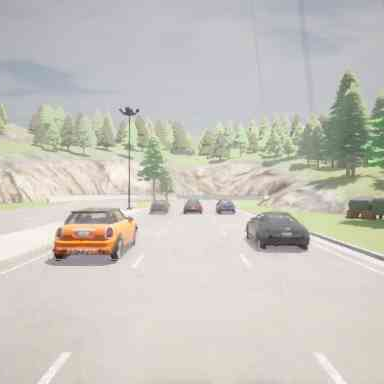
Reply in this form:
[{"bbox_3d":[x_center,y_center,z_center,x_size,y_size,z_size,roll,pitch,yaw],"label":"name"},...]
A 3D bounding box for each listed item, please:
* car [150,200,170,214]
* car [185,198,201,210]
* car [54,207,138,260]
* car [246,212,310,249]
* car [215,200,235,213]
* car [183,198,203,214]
[{"bbox_3d":[-3.387,1.547,35.843,2.033,1.411,5.357,0,0,0],"label":"car"},{"bbox_3d":[0.170,1.547,44.517,2.033,1.411,5.357,0,0,1],"label":"car"},{"bbox_3d":[-3.396,1.352,12.582,2.097,1.767,4.553,0,0,0],"label":"car"},{"bbox_3d":[3.605,1.564,14.622,1.994,1.385,4.181,0,0,0],"label":"car"},{"bbox_3d":[3.613,1.547,36.447,2.033,1.411,5.357,0,0,0],"label":"car"},{"bbox_3d":[0.110,1.564,35.276,1.994,1.385,4.181,0,0,0],"label":"car"}]
